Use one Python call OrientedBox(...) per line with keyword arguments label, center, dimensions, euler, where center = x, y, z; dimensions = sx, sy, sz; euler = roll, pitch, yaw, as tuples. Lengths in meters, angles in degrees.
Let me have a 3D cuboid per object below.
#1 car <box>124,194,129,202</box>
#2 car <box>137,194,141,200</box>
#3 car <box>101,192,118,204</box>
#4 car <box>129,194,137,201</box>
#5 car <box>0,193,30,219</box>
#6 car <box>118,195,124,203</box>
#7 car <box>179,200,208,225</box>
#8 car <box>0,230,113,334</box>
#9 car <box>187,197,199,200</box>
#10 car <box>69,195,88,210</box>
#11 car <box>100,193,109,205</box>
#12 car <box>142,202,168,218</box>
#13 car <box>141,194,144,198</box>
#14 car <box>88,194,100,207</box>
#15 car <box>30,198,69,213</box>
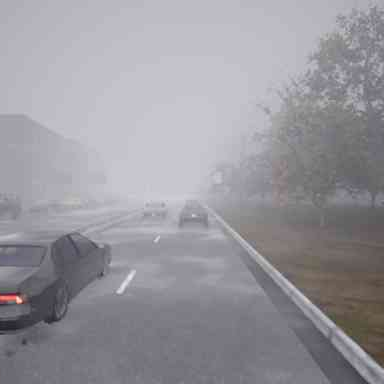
OrientedBox(label="car", center=(-15.274, 1.326, 69.517), dimensions=(2.231, 1.521, 4.892), euler=(0, 0, 0))
OrientedBox(label="car", center=(-15.347, 1.176, 86.118), dimensions=(2.185, 1.767, 4.553), euler=(0, 0, 0))
OrientedBox(label="car", center=(-15.224, 1.089, 58.307), dimensions=(2.435, 2.045, 5.566), euler=(0, 0, 0))
OrientedBox(label="car", center=(-15.324, 1.307, 80.375), dimensions=(1.946, 1.575, 5.366), euler=(0, 0, 0))
OrientedBox(label="car", center=(-15.076, 1.134, 25.282), dimensions=(2.435, 2.045, 5.566), euler=(0, 0, 0))
OrientedBox(label="car", center=(-15.251, 1.333, 63.991), dimensions=(2.231, 1.521, 4.892), euler=(0, 0, 0))
OrientedBox(label="car", center=(0.098, 1.526, 23.908), dimensions=(1.994, 1.385, 4.181), euler=(0, 0, 0))
OrientedBox(label="car", center=(-3.156, 1.536, 7.099), dimensions=(2.033, 1.411, 5.357), euler=(0, 0, 0))
OrientedBox(label="car", center=(0.096, 1.425, 41.935), dimensions=(2.128, 1.511, 4.902), euler=(0, 0, 0))
OrientedBox(label="car", center=(-15.149, 1.360, 41.575), dimensions=(1.946, 1.575, 5.366), euler=(0, 0, 0))
OrientedBox(label="car", center=(-15.198, 1.345, 52.625), dimensions=(1.946, 1.575, 5.366), euler=(0, 0, 0))
OrientedBox(label="car", center=(-3.153, 1.553, 29.598), dimensions=(1.895, 1.301, 4.718), euler=(0, 0, 0))
OrientedBox(label="car", center=(-15.363, 1.292, 91.427), dimensions=(1.946, 1.575, 5.366), euler=(0, 0, 0))
OrientedBox(label="car", center=(-15.175, 1.229, 47.316), dimensions=(2.185, 1.767, 4.553), euler=(0, 0, 0))
OrientedBox(label="car", center=(-15.174, 1.374, 34.703), dimensions=(2.231, 1.521, 4.892), euler=(0, 0, 0))
